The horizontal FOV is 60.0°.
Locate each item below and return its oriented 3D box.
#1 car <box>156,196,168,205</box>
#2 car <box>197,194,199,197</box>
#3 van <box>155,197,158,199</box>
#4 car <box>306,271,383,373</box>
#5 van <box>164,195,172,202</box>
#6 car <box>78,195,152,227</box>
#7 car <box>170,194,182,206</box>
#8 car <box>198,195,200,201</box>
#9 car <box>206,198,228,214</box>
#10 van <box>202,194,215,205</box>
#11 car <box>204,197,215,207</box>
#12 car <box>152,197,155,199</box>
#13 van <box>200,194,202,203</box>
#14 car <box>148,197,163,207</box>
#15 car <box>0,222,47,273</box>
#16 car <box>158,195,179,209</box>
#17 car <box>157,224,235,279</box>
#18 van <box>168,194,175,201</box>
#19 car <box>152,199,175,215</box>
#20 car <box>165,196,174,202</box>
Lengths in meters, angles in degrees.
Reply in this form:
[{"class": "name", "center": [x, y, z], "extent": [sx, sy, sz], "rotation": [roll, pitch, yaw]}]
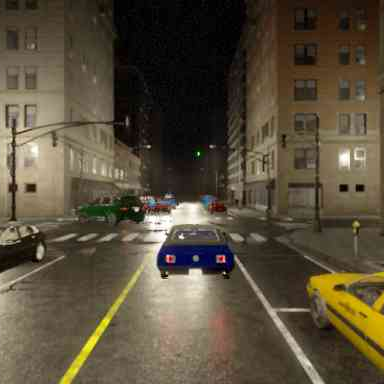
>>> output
[{"class": "car", "center": [-5.687, 1.587, 63.715], "extent": [1.967, 1.590, 4.097], "rotation": [0, 0, 0]}, {"class": "car", "center": [2.833, 1.783, 85.721], "extent": [1.802, 1.307, 4.206], "rotation": [0, 0, 0]}, {"class": "van", "center": [-5.682, 1.435, 41.709], "extent": [1.690, 1.788, 3.998], "rotation": [0, 0, 0]}, {"class": "car", "center": [2.854, 1.534, 4.080], "extent": [1.752, 1.417, 4.829], "rotation": [0, 0, 0]}, {"class": "van", "center": [-5.692, 1.528, 80.220], "extent": [1.690, 1.788, 3.998], "rotation": [0, 0, 0]}, {"class": "car", "center": [-5.763, 1.277, 23.498], "extent": [5.566, 2.045, 2.150], "rotation": [0, -2, 38]}, {"class": "car", "center": [-3.079, 1.605, 55.627], "extent": [1.882, 1.535, 5.008], "rotation": [0, 0, 0]}, {"class": "car", "center": [2.835, 1.756, 74.719], "extent": [1.802, 1.307, 4.206], "rotation": [0, 0, 0]}, {"class": "car", "center": [2.846, 1.626, 36.210], "extent": [1.887, 1.381, 4.507], "rotation": [0, 0, 0]}, {"class": "van", "center": [2.841, 1.462, 52.714], "extent": [1.690, 1.788, 3.998], "rotation": [0, 0, 0]}, {"class": "car", "center": [2.844, 1.660, 41.711], "extent": [1.947, 1.339, 4.313], "rotation": [0, 0, 0]}, {"class": "car", "center": [-5.681, 1.396, 36.209], "extent": [2.192, 1.841, 5.009], "rotation": [0, 0, 0]}, {"class": "van", "center": [2.838, 1.489, 63.717], "extent": [1.690, 1.788, 3.998], "rotation": [0, 0, 0]}, {"class": "car", "center": [-5.685, 1.561, 52.712], "extent": [1.967, 1.590, 4.097], "rotation": [0, 0, 0]}, {"class": "car", "center": [-5.672, 1.570, 9.434], "extent": [2.008, 1.369, 4.403], "rotation": [0, 0, 0]}, {"class": "car", "center": [-3.105, 1.580, 44.844], "extent": [1.882, 1.535, 5.008], "rotation": [0, 0, 0]}, {"class": "car", "center": [0.092, 1.621, 10.117], "extent": [1.895, 1.301, 4.718], "rotation": [0, 0, 0]}, {"class": "van", "center": [-5.695, 1.556, 91.221], "extent": [1.690, 1.788, 3.998], "rotation": [0, 0, 0]}, {"class": "car", "center": [-3.110, 1.680, 35.398], "extent": [1.895, 1.301, 4.718], "rotation": [0, 0, 0]}, {"class": "car", "center": [-5.693, 1.752, 85.719], "extent": [2.008, 1.369, 4.403], "rotation": [0, 0, 0]}]
